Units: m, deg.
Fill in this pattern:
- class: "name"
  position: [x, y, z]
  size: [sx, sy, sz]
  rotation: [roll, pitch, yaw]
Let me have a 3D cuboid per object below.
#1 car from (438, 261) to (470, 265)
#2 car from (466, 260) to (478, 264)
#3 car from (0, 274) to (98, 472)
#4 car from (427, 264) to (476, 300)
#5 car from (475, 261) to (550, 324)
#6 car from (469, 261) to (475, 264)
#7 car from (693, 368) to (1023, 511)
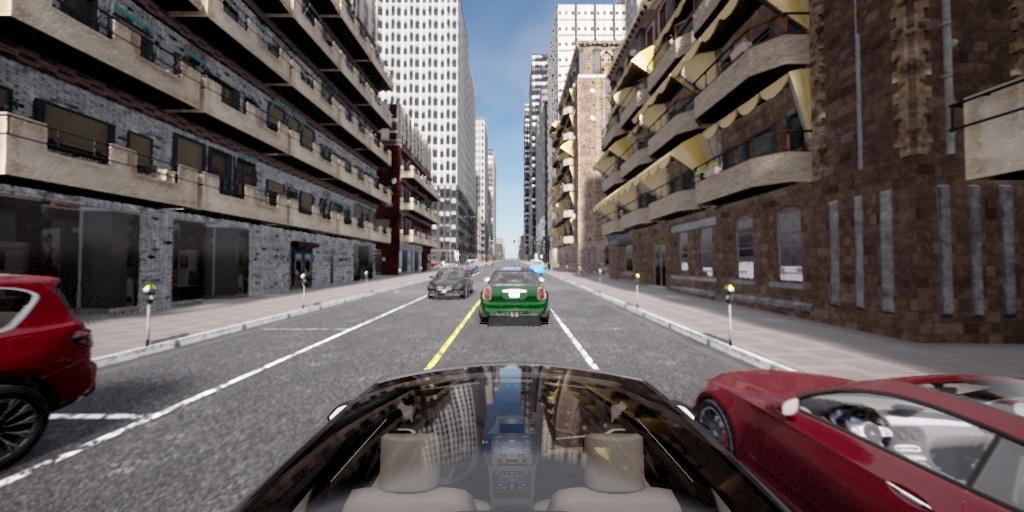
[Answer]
- class: "car"
  position: [-5.641, 1.514, 35.177]
  size: [2.007, 1.370, 4.403]
  rotation: [0, 0, 0]
- class: "car"
  position: [-5.636, 1.600, 46.258]
  size: [1.948, 1.339, 4.313]
  rotation: [0, 0, 0]
- class: "car"
  position: [-5.691, 1.066, 1.937]
  size: [2.192, 1.841, 5.009]
  rotation: [0, 0, 0]
- class: "car"
  position: [-3.092, 1.364, 18.739]
  size: [1.837, 1.490, 4.892]
  rotation: [0, 0, 0]
- class: "car"
  position: [0.081, 1.170, 12.474]
  size: [2.097, 1.767, 4.553]
  rotation: [0, 0, 0]
- class: "car"
  position: [-5.638, 1.581, 40.718]
  size: [1.802, 1.307, 4.207]
  rotation: [0, 0, 0]
- class: "car"
  position: [2.692, 1.334, 1.985]
  size: [1.802, 1.307, 4.207]
  rotation: [0, 0, 0]
